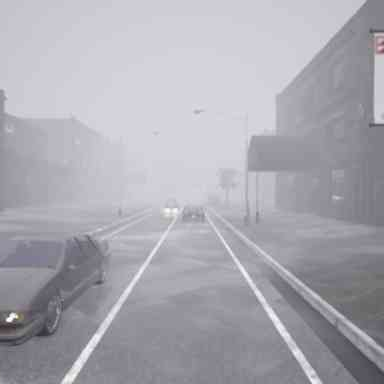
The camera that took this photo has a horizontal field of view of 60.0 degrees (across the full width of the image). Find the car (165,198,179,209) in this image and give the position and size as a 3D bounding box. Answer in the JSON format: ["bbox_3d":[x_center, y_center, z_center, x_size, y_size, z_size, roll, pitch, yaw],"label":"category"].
[{"bbox_3d":[-3.003,1.637,50.317,2.128,1.511,4.902,0,2,0],"label":"car"}]

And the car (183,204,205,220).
[{"bbox_3d":[0.137,1.771,30.022,1.895,1.301,4.718,0,0,0],"label":"car"}]

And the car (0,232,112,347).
[{"bbox_3d":[-3.089,1.591,6.972,2.033,1.411,5.357,0,0,0],"label":"car"}]
